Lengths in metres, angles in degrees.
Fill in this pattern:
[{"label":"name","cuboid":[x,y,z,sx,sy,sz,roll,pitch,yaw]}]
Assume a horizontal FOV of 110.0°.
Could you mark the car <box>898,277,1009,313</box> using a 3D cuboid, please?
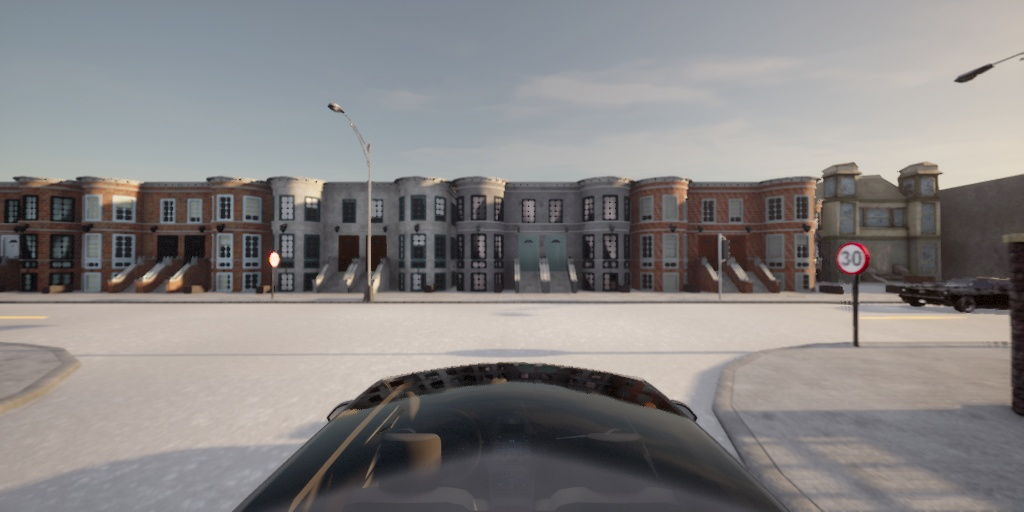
[{"label":"car","cuboid":[18.584,1.500,14.325,4.718,1.301,1.895,0,-1,0]}]
